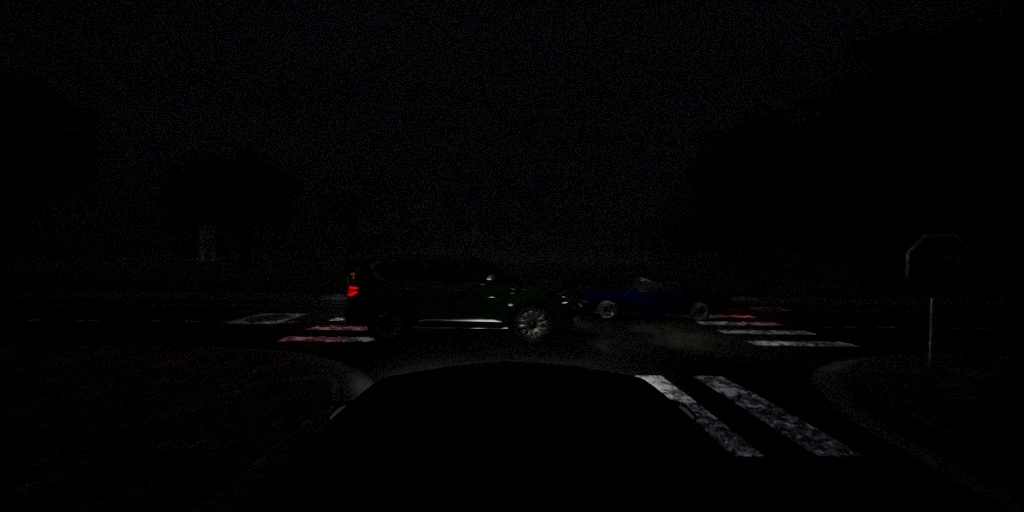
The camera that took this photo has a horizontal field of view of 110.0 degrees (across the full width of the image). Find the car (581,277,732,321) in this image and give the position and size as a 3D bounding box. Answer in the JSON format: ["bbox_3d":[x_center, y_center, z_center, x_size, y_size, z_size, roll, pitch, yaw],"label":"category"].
[{"bbox_3d":[4.532,1.371,12.087,4.718,1.301,1.895,1,1,0],"label":"car"}]

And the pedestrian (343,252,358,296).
[{"bbox_3d":[-6.799,0.757,15.035,0.375,1.860,0.375,0,1,0],"label":"pedestrian"}]

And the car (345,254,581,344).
[{"bbox_3d":[-1.277,0.978,9.170,5.566,2.045,2.150,0,0,0],"label":"car"}]
